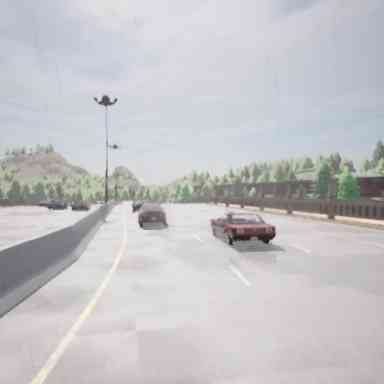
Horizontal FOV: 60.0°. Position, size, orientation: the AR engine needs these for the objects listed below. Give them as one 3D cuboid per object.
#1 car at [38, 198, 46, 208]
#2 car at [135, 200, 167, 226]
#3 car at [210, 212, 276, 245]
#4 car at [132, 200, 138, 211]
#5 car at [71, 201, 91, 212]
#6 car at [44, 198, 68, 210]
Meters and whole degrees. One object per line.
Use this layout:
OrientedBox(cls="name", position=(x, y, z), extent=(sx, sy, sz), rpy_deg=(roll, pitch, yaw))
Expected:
OrientedBox(cls="car", position=(-23.441, 1.739, 53.930), extent=(2.033, 1.411, 5.357), rpy_deg=(0, 0, -11))
OrientedBox(cls="car", position=(-2.849, 1.561, 23.480), extent=(1.812, 1.442, 4.674), rpy_deg=(0, 0, -11))
OrientedBox(cls="car", position=(2.158, 1.600, 15.564), extent=(1.895, 1.301, 4.718), rpy_deg=(0, 0, -9))
OrientedBox(cls="car", position=(-6.517, 1.675, 41.686), extent=(1.895, 1.301, 4.718), rpy_deg=(0, 0, -11))
OrientedBox(cls="car", position=(-13.813, 1.721, 41.508), extent=(1.895, 1.301, 4.718), rpy_deg=(0, 0, -11))
OrientedBox(cls="car", position=(-18.031, 1.751, 44.704), extent=(1.895, 1.301, 4.718), rpy_deg=(0, 0, -11))
